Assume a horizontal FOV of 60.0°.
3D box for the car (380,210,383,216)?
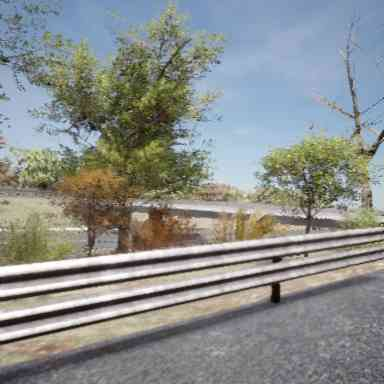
[{"bbox_3d":[31.388,3.671,55.198,4.181,1.385,1.994,3,-3,22],"label":"car"}]
